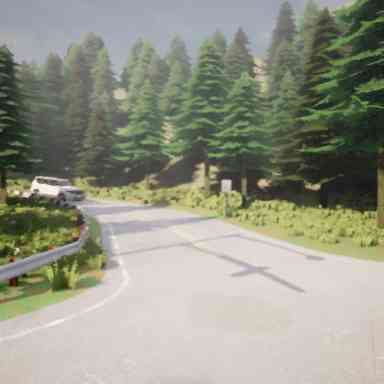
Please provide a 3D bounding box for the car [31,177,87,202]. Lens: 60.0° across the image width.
[{"bbox_3d":[-11.986,-0.245,29.826,5.566,2.045,2.150,6,3,29],"label":"car"}]
